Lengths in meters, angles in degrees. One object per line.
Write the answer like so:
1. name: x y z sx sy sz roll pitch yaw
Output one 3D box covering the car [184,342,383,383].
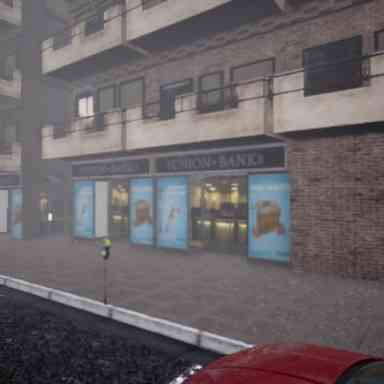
1. car: 1.833 1.545 1.536 4.507 1.381 1.887 -1 0 36
